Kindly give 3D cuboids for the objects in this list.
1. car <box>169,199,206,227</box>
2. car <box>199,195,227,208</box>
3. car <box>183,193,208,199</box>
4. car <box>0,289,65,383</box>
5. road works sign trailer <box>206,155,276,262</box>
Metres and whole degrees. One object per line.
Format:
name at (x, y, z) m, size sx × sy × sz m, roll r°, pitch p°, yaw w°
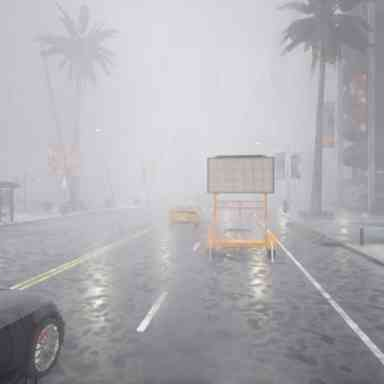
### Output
car at (-0.332, 1.471, 22.902) m, size 1.882 × 1.535 × 5.008 m, roll 0°, pitch 0°, yaw 7°
car at (3.382, 1.550, 48.212) m, size 1.994 × 1.385 × 4.181 m, roll 0°, pitch 0°, yaw 33°
car at (0.653, 1.206, 50.567) m, size 2.150 × 2.045 × 5.566 m, roll 0°, pitch 0°, yaw 34°
car at (-2.843, 1.525, 2.642) m, size 1.812 × 1.442 × 4.674 m, roll 0°, pitch 0°, yaw 7°
road works sign trailer at (1.766, 0.461, 12.185) m, size 2.380 × 3.560 × 2.880 m, roll 0°, pitch 0°, yaw 7°
